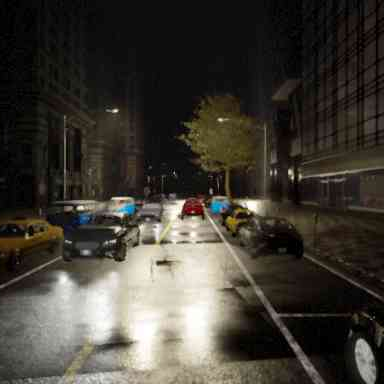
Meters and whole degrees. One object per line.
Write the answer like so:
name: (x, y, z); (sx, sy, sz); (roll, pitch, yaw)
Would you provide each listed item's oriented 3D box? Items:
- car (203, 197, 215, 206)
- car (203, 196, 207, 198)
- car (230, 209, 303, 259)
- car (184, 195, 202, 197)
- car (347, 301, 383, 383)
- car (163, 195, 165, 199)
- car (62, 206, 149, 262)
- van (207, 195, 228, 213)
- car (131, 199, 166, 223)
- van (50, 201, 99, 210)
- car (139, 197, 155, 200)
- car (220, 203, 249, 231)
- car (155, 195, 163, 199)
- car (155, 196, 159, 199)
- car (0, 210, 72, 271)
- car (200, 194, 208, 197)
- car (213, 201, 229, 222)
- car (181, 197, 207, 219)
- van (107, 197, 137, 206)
car: (2.742, 1.523, 54.620); (1.887, 1.381, 4.507); (0, 0, 0)
car: (2.746, 1.530, 44.042); (2.008, 1.369, 4.403); (0, 0, 0)
car: (2.757, 1.542, 12.308); (2.008, 1.369, 4.403); (0, 0, 0)
car: (0.082, 1.504, 45.721); (1.812, 1.442, 4.674); (0, 0, 0)
car: (2.761, 1.549, 2.436); (2.008, 1.369, 4.403); (0, 0, 0)
car: (-5.782, 1.544, 54.387); (1.947, 1.339, 4.313); (0, 0, 0)
car: (-3.065, 1.483, 12.092); (2.128, 1.511, 4.902); (0, 0, 0)
van: (2.749, 1.323, 33.464); (1.690, 1.788, 3.998); (0, 0, 0)
car: (-3.069, 1.532, 25.859); (2.033, 1.411, 5.357); (0, 0, 0)
van: (-5.770, 1.330, 16.493); (1.690, 1.788, 3.998); (0, 0, 0)
car: (-5.777, 1.531, 38.147); (2.008, 1.369, 4.403); (0, 0, 0)
car: (2.755, 1.514, 17.767); (1.752, 1.417, 4.829); (0, 0, 0)
car: (-5.781, 1.523, 48.973); (1.887, 1.381, 4.507); (0, 0, 0)
car: (-5.779, 1.561, 43.559); (1.802, 1.307, 4.206); (0, 0, 0)
car: (-5.767, 1.518, 10.910); (1.752, 1.417, 4.829); (0, 0, 0)
car: (2.744, 1.294, 49.331); (2.192, 1.841, 5.009); (0, 0, 0)
car: (2.753, 1.552, 22.887); (1.947, 1.339, 4.313); (0, 0, 0)
car: (0.081, 1.461, 29.057); (1.882, 1.535, 5.008); (0, 0, 0)
van: (-5.774, 1.325, 27.320); (1.690, 1.788, 3.998); (0, 0, 0)
